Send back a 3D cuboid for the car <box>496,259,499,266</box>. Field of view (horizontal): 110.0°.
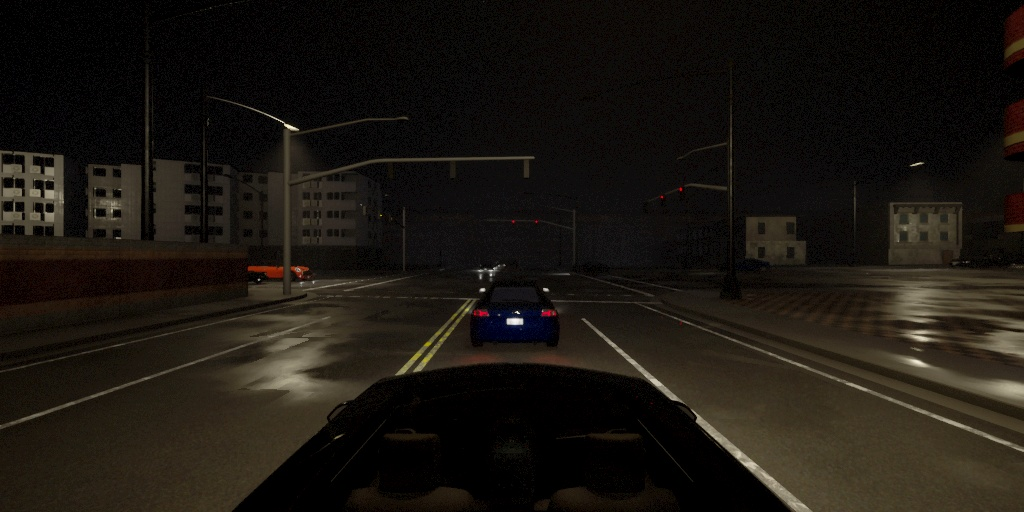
[{"bbox_3d":[-3.753,1.276,63.080,1.812,1.442,4.674,0,0,0],"label":"car"}]

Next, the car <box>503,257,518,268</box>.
[{"bbox_3d":[-0.097,1.102,62.100,2.097,1.767,4.553,0,0,0],"label":"car"}]

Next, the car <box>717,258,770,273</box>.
[{"bbox_3d":[24.424,0.998,37.938,5.008,1.535,1.882,-1,0,1],"label":"car"}]

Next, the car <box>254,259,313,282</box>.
[{"bbox_3d":[-18.463,1.102,28.582,4.553,1.767,2.097,0,0,0],"label":"car"}]

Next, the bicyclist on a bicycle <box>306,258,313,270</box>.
[{"bbox_3d":[-25.562,1.051,45.223,0.582,1.620,1.656,0,0,0],"label":"bicyclist on a bicycle"}]

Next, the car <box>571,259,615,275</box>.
[{"bbox_3d":[8.407,1.259,38.387,4.181,1.385,1.994,0,0,5],"label":"car"}]

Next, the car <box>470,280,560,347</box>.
[{"bbox_3d":[0.063,1.314,9.357,1.994,1.385,4.181,0,0,0],"label":"car"}]

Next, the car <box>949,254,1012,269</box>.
[{"bbox_3d":[48.839,0.585,37.470,4.902,1.511,2.128,-1,0,2],"label":"car"}]

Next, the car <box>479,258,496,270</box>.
[{"bbox_3d":[-3.746,1.255,53.710,1.837,1.490,4.892,0,0,0],"label":"car"}]

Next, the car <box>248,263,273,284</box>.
[{"bbox_3d":[-19.921,1.351,25.132,4.718,1.301,1.895,0,0,1],"label":"car"}]
